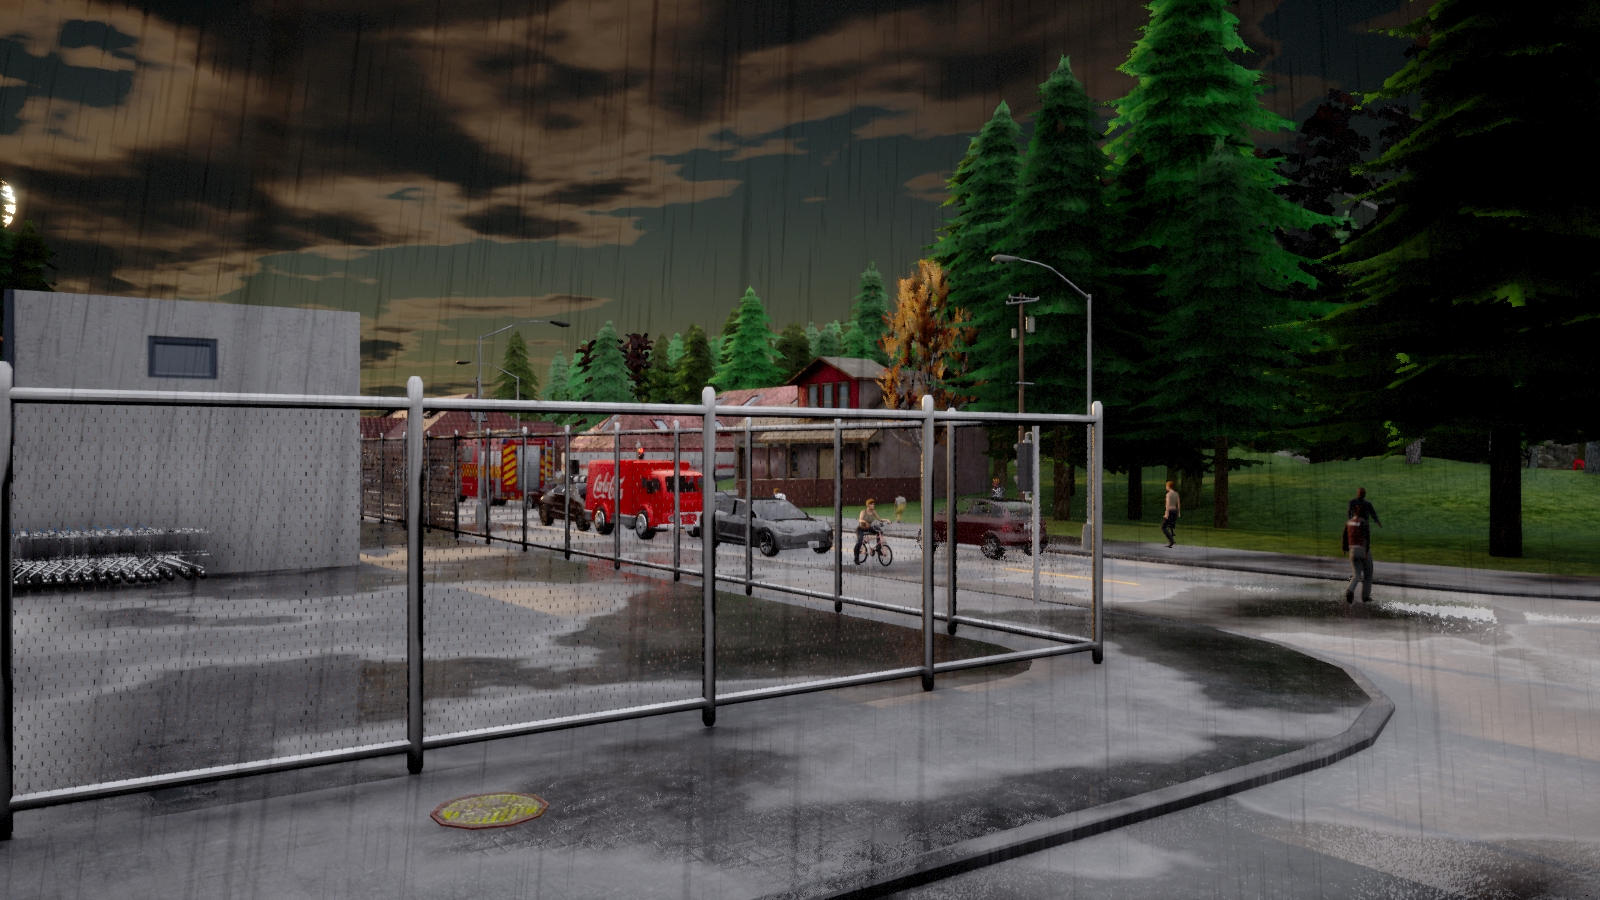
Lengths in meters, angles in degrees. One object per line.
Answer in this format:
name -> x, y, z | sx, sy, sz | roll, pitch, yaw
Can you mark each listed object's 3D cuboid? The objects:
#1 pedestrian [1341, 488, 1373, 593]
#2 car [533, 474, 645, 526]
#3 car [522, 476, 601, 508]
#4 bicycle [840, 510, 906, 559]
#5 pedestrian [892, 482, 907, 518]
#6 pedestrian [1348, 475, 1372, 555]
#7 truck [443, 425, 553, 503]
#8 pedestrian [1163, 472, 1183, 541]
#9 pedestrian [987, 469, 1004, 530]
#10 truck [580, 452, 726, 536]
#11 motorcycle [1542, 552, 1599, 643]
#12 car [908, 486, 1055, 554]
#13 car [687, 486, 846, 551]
pedestrian -> 10.067, 1.625, 20.653 | 0.375, 1.860, 0.375 | 0, 0, -34
car -> -7.756, 1.772, 41.538 | 2.152, 1.651, 5.027 | 0, 0, -34
car -> -11.155, 1.931, 53.289 | 1.895, 1.301, 4.718 | 0, 0, -35
bicycle -> 1.773, 2.033, 27.810 | 0.859, 1.080, 1.487 | 0, 0, -35
pedestrian -> 3.590, 1.801, 41.208 | 0.375, 1.300, 0.375 | 0, 0, -23
pedestrian -> 13.143, 1.520, 26.813 | 0.375, 1.860, 0.375 | 0, 0, 1
truck -> -16.070, 0.667, 60.303 | 2.891, 3.827, 8.468 | 0, 0, -35
pedestrian -> 10.103, 1.522, 30.942 | 0.375, 1.860, 0.375 | 0, 0, -31
pedestrian -> 6.065, 1.520, 35.408 | 0.375, 1.860, 0.375 | 0, 0, 44
truck -> -4.910, 1.336, 37.383 | 2.627, 2.467, 5.204 | 0, 0, -35
motorcycle -> 11.206, 1.989, 15.273 | 2.033, 1.145, 0.803 | -1, -2, 23
car -> 4.771, 1.802, 30.438 | 1.789, 1.549, 3.705 | 0, 0, -35
car -> -1.029, 1.840, 31.812 | 2.163, 1.488, 4.792 | 0, 0, -35
